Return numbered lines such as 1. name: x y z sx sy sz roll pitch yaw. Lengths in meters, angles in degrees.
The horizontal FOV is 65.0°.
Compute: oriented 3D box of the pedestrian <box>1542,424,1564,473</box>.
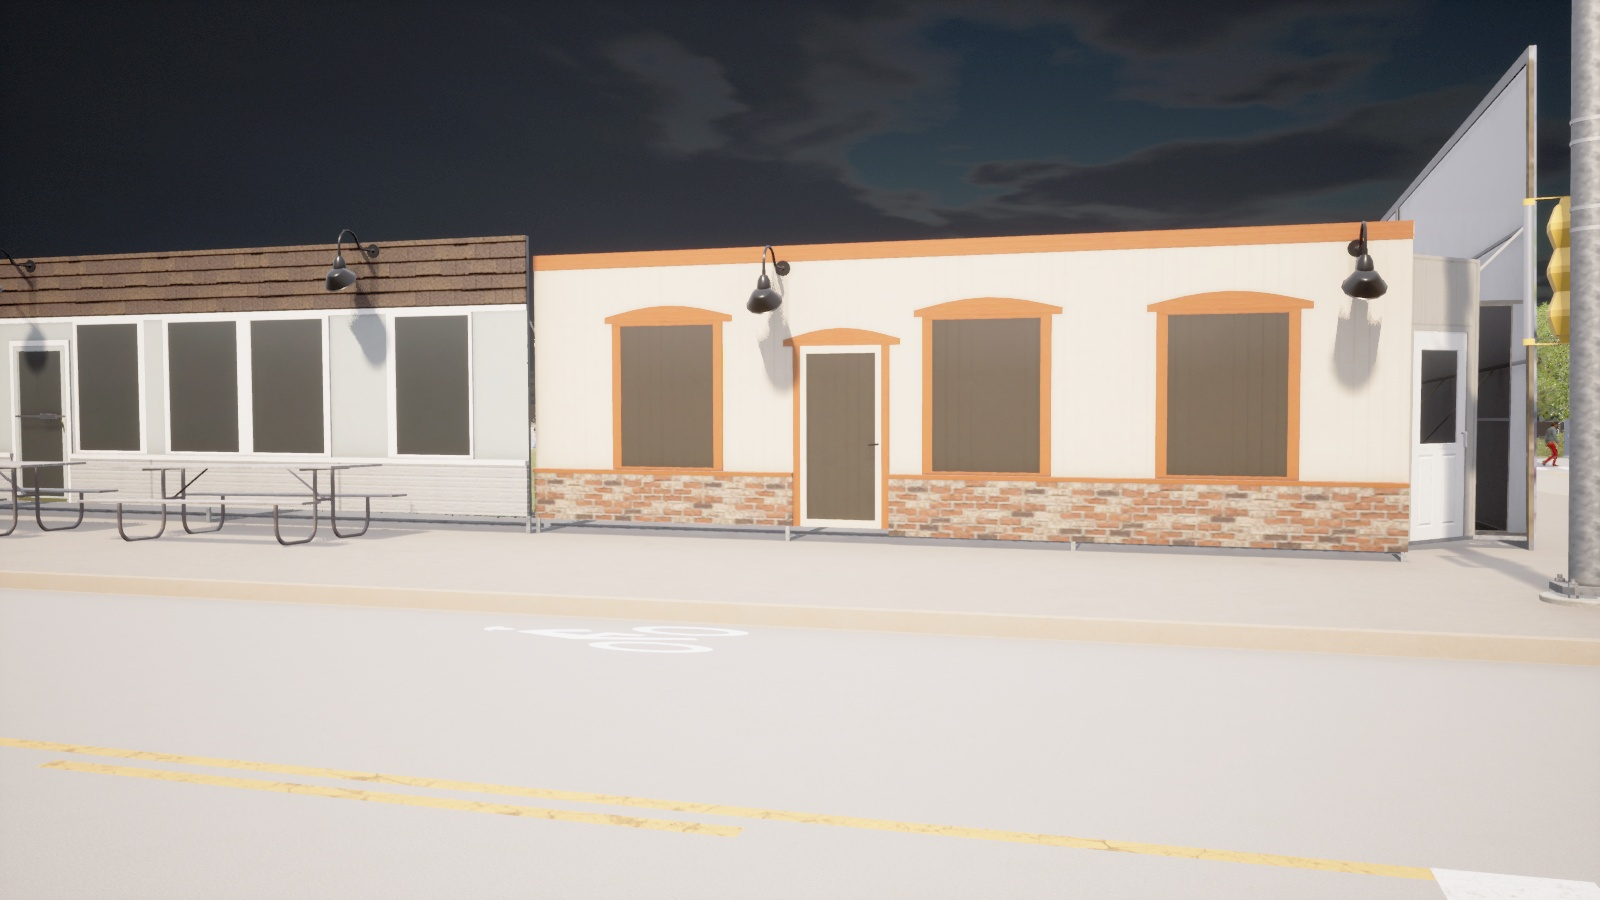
1. pedestrian: 28.730 -0.049 47.896 0.614 1.847 0.353 0 1 10
